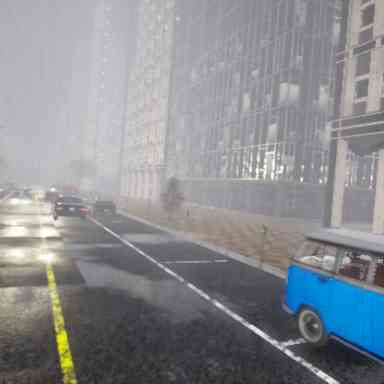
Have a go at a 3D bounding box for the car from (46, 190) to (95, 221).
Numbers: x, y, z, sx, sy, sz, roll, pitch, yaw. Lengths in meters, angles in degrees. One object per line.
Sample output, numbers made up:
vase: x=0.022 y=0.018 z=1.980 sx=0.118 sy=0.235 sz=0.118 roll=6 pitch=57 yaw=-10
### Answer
car: x=-7.698 y=0.906 z=20.686 sx=2.033 sy=1.411 sz=5.357 roll=4 pitch=0 yaw=-25

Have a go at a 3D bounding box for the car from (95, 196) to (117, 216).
car: x=-6.812 y=0.965 z=24.938 sx=2.008 sy=1.369 sz=4.403 roll=4 pitch=0 yaw=-26

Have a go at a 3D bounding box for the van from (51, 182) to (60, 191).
van: x=-31.271 y=-1.247 z=76.196 sx=1.690 sy=1.788 sz=3.998 roll=4 pitch=0 yaw=-26

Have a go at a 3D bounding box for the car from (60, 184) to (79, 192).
car: x=-16.586 y=-0.070 z=45.441 sx=2.192 sy=1.841 sz=5.009 roll=4 pitch=0 yaw=-26

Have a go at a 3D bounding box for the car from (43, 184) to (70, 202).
car: x=-14.578 y=0.289 z=35.129 sx=2.128 sy=1.511 sz=4.902 roll=4 pitch=0 yaw=-25

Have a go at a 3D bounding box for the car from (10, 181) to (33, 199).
car: x=-19.560 y=-0.101 z=38.486 sx=2.128 sy=1.511 sz=4.902 roll=4 pitch=0 yaw=-26

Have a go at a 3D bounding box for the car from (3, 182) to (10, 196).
car: x=-21.684 y=-0.309 z=36.695 sx=1.967 sy=1.590 sz=4.097 roll=4 pitch=0 yaw=-26

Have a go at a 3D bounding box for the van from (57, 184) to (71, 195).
van: x=-21.482 y=-0.444 z=55.693 sx=1.690 sy=1.788 sz=3.998 roll=4 pitch=0 yaw=-26

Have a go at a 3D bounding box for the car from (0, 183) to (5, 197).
car: x=-19.246 y=0.032 z=31.570 sx=1.802 sy=1.307 sz=4.206 roll=4 pitch=0 yaw=-26

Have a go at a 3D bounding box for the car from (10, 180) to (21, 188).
car: x=-41.262 y=-1.913 z=77.702 sx=1.967 sy=1.590 sz=4.097 roll=4 pitch=0 yaw=-26

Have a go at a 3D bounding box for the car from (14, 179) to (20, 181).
car: x=-36.375 y=-1.401 z=67.451 sx=2.008 sy=1.369 sz=4.403 roll=4 pitch=0 yaw=-26

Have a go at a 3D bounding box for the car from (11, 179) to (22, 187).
car: x=-43.701 y=-2.239 z=82.827 sx=2.192 sy=1.841 sz=5.009 roll=4 pitch=0 yaw=-26

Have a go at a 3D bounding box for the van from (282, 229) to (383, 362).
van: x=2.991 y=1.555 z=4.434 sx=1.690 sy=1.788 sz=3.998 roll=4 pitch=0 yaw=-26
